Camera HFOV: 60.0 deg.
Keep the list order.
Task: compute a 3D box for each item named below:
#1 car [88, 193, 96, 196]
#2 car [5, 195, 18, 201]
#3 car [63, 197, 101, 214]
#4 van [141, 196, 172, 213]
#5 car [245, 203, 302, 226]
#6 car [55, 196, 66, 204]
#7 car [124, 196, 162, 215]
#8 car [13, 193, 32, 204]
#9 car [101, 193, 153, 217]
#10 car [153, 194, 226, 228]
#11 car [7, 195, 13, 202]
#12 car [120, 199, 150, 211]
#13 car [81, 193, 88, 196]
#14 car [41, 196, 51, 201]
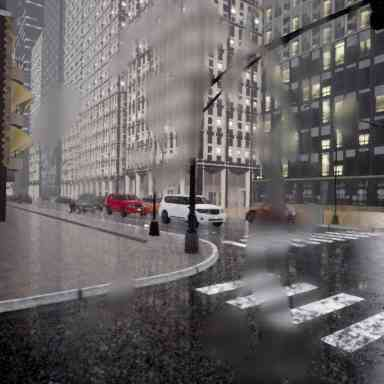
[{"bbox_3d":[-14.464,1.380,53.093,2.097,1.767,4.553,1,-1,-35],"label":"car"},{"bbox_3d":[-40.356,1.378,74.329,2.008,1.369,4.403,1,-1,-35],"label":"car"},{"bbox_3d":[-10.909,1.427,32.890,2.008,1.369,4.403,1,-1,-35],"label":"car"},{"bbox_3d":[-4.075,1.382,37.746,1.690,1.788,3.998,1,-1,-35],"label":"van"},{"bbox_3d":[5.740,1.505,23.932,1.967,1.590,4.097,1,-1,-35],"label":"car"},{"bbox_3d":[-23.466,1.504,60.554,2.033,1.411,5.357,1,-1,-35],"label":"car"},{"bbox_3d":[-5.241,1.344,34.914,2.097,1.767,4.553,1,-1,-35],"label":"car"},{"bbox_3d":[-30.537,1.155,60.519,2.192,1.841,5.009,1,-1,-35],"label":"car"},{"bbox_3d":[-6.115,1.155,30.621,2.150,2.045,5.566,1,-1,-35],"label":"car"},{"bbox_3d":[-0.139,1.170,22.215,2.150,2.045,5.566,1,-1,-35],"label":"car"},{"bbox_3d":[-37.085,1.397,69.725,1.947,1.339,4.313,1,-1,-35],"label":"car"},{"bbox_3d":[-7.350,1.584,42.348,2.008,1.369,4.403,1,-1,-35],"label":"car"},{"bbox_3d":[-18.556,1.248,58.845,2.150,2.045,5.566,1,-1,-35],"label":"car"},{"bbox_3d":[-36.800,1.571,83.787,1.802,1.307,4.206,1,-1,-35],"label":"car"}]
